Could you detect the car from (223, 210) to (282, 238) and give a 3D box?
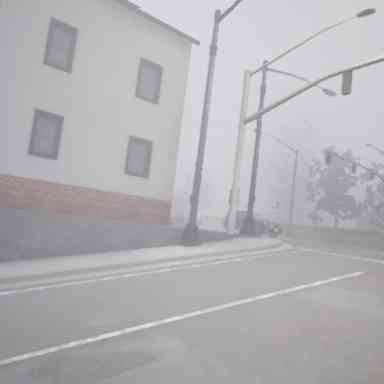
[{"bbox_3d":[5.036,2.650,28.275,2.150,2.045,5.566,11,-6,-35],"label":"car"}]

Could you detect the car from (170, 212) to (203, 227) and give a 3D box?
[{"bbox_3d":[-0.979,3.003,36.575,2.033,1.411,5.357,11,-6,-35],"label":"car"}]
